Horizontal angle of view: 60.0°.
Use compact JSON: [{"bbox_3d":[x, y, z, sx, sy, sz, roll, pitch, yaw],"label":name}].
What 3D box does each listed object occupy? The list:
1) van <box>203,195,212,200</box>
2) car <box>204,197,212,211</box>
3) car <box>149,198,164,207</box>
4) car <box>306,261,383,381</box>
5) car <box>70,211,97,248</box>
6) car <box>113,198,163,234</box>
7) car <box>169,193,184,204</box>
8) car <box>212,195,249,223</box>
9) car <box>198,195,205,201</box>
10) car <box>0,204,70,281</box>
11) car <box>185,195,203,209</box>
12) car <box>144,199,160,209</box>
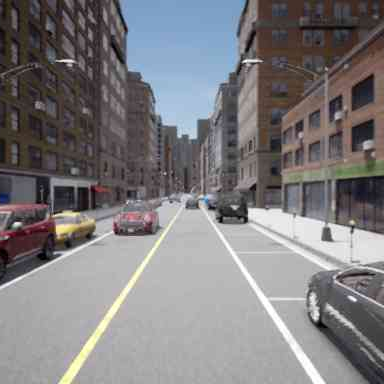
[{"bbox_3d":[2.858,1.410,53.302,1.690,1.788,3.998,0,0,0],"label":"van"},{"bbox_3d":[2.858,1.619,42.404,1.947,1.339,4.313,0,0,0],"label":"car"},{"bbox_3d":[-5.667,1.635,53.292,1.947,1.339,4.313,0,0,0],"label":"car"},{"bbox_3d":[2.856,1.555,4.265,2.008,1.369,4.403,0,0,0],"label":"car"},{"bbox_3d":[-5.669,1.542,14.966,1.752,1.417,4.829,0,0,0],"label":"car"},{"bbox_3d":[-3.096,1.373,19.166,2.097,1.767,4.553,0,0,0],"label":"car"},{"bbox_3d":[-2.996,1.439,60.929,1.994,1.385,4.181,0,0,0],"label":"car"},{"bbox_3d":[3.002,1.254,25.879,2.150,2.045,5.566,0,0,0],"label":"car"},{"bbox_3d":[2.654,1.646,92.661,1.752,1.417,4.829,0,0,-1],"label":"car"},{"bbox_3d":[-5.670,1.325,9.685,2.192,1.841,5.009,0,0,0],"label":"car"},{"bbox_3d":[0.070,1.552,47.275,2.128,1.511,4.902,0,0,0],"label":"car"},{"bbox_3d":[-5.667,1.643,47.841,1.802,1.307,4.206,0,0,0],"label":"car"}]
